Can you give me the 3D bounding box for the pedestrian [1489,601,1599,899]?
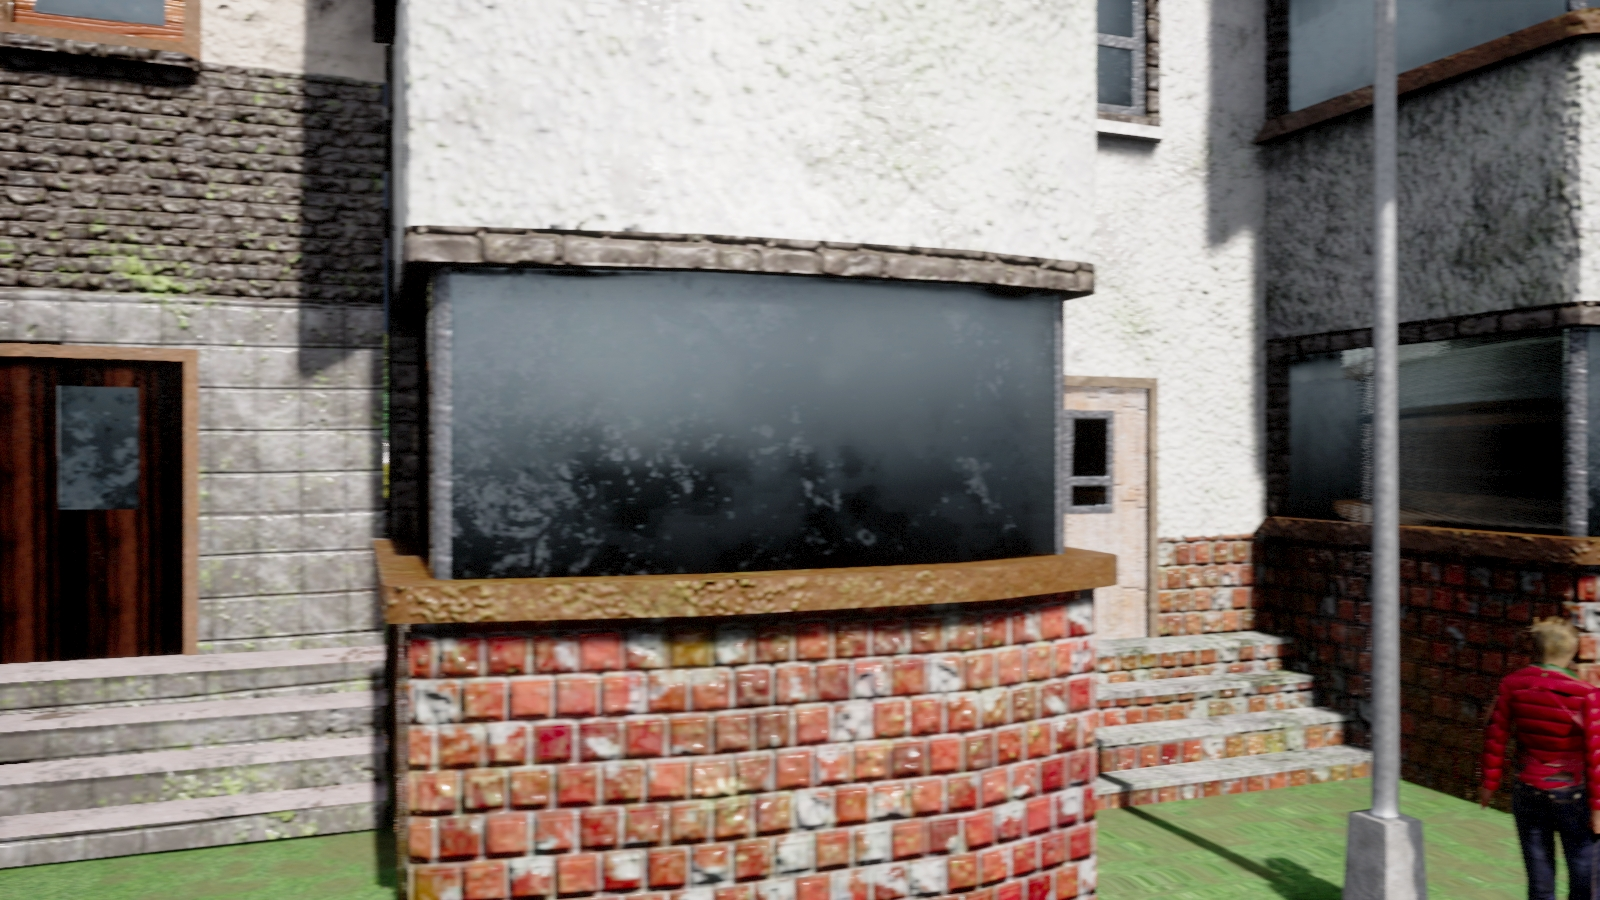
[{"bbox_3d":[3.543,1.678,5.409,0.375,1.860,0.375,0,0,-39],"label":"pedestrian"}]
